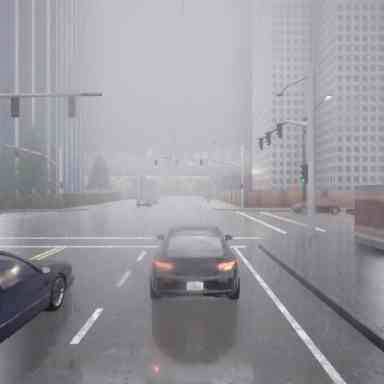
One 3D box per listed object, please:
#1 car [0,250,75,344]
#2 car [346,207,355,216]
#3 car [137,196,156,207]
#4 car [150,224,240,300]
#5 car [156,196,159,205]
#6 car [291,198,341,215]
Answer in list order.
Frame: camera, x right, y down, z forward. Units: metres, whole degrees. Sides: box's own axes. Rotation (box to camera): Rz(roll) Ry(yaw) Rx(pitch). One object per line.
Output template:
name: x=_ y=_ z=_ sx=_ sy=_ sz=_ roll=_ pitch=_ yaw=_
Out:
car: x=-3.446 y=1.547 z=4.690 sx=2.033 sy=1.411 sz=5.357 roll=0 pitch=0 yaw=0
car: x=16.852 y=1.547 z=29.974 sx=5.357 sy=1.411 sz=2.033 roll=0 pitch=0 yaw=0
car: x=-7.147 y=1.491 z=50.240 sx=2.128 sy=1.511 sz=4.902 roll=0 pitch=0 yaw=0
car: x=0.069 y=1.526 z=8.286 sx=1.812 sy=1.442 sz=4.674 roll=0 pitch=0 yaw=0
car: x=-7.132 y=1.491 z=60.301 sx=2.128 sy=1.511 sz=4.902 roll=0 pitch=0 yaw=0
car: x=12.378 y=1.352 z=33.492 sx=4.553 sy=1.767 sz=2.097 roll=0 pitch=0 yaw=0
